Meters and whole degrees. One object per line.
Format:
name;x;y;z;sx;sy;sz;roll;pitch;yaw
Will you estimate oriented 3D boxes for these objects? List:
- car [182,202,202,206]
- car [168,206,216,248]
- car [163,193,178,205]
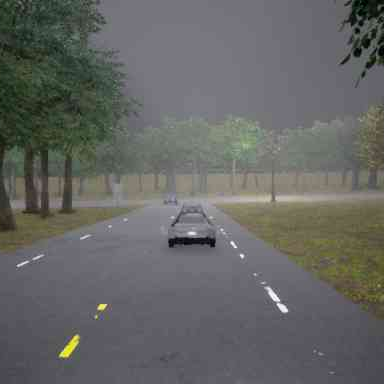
car;0.001;1.553;29.725;1.895;1.301;4.718;0;0;0
car;0.001;1.548;14.674;1.994;1.385;4.181;0;0;0
car;-3.499;1.182;55.697;2.150;2.045;5.566;0;0;0
